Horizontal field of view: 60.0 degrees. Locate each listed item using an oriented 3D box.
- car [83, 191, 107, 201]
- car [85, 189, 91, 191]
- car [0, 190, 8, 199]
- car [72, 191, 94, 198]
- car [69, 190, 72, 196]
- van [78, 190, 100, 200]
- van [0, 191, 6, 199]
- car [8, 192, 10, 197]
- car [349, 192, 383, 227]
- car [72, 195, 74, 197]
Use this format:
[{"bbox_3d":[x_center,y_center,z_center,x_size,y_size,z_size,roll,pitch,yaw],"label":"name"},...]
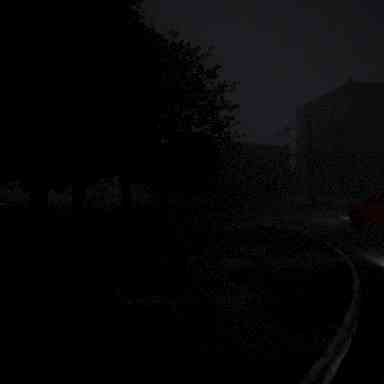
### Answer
[{"bbox_3d":[-19.046,1.030,65.056,4.792,1.488,2.163,-1,1,-23],"label":"car"},{"bbox_3d":[-21.152,0.815,70.065,4.553,1.767,2.185,-1,1,-23],"label":"car"},{"bbox_3d":[-44.855,0.740,73.901,5.566,2.045,2.435,-1,1,-23],"label":"car"},{"bbox_3d":[-28.744,0.628,87.984,5.366,1.575,1.946,-1,1,-23],"label":"car"},{"bbox_3d":[-27.784,0.428,85.366,5.566,2.045,2.435,-1,1,-23],"label":"car"},{"bbox_3d":[-22.444,0.679,72.673,4.442,1.987,1.878,-1,1,-23],"label":"van"},{"bbox_3d":[-46.918,0.675,79.017,4.442,1.987,1.878,-1,1,-23],"label":"van"},{"bbox_3d":[-48.127,0.859,81.502,5.008,1.535,2.097,-1,1,-23],"label":"car"},{"bbox_3d":[10.620,0.974,17.528,2.150,2.045,5.566,-1,0,-6],"label":"car"},{"bbox_3d":[-25.655,0.770,80.373,5.008,1.535,2.097,-1,1,-23],"label":"car"}]
